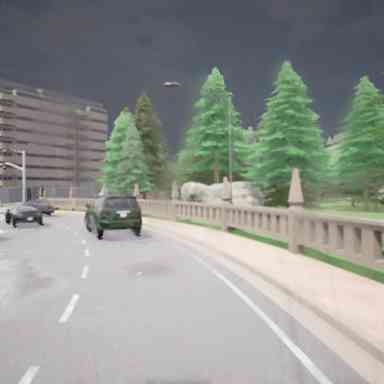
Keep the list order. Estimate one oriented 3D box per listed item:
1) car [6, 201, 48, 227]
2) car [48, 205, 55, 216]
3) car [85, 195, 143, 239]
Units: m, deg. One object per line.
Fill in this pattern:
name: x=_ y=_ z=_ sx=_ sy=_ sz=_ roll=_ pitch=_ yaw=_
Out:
car: x=-11.644 y=1.552 z=23.040 sx=1.812 sy=1.442 sz=4.674 roll=0 pitch=0 yaw=-36
car: x=-15.189 y=1.575 z=31.974 sx=5.357 sy=1.411 sz=2.033 roll=0 pitch=0 yaw=42
car: x=-4.307 y=1.198 z=17.766 sx=2.150 sy=2.045 sz=5.566 roll=0 pitch=0 yaw=-25
